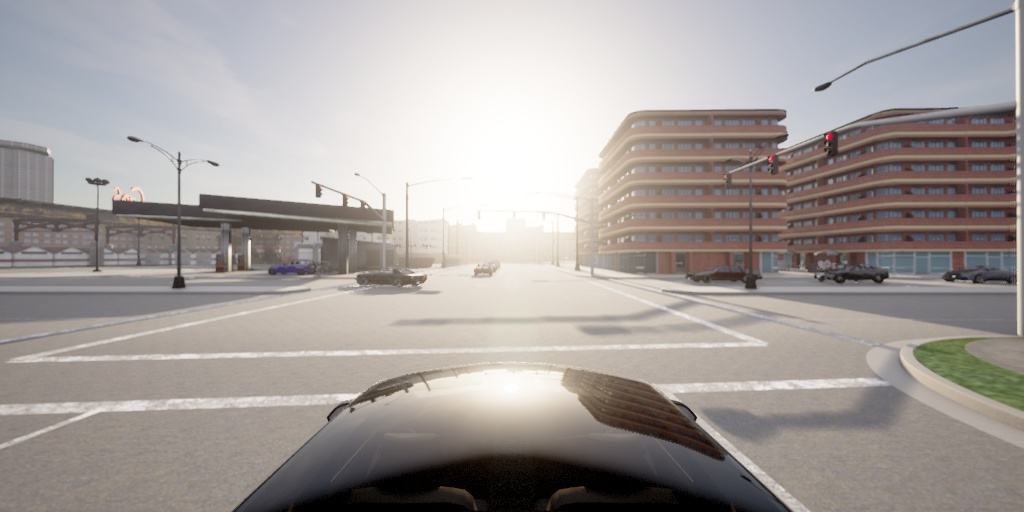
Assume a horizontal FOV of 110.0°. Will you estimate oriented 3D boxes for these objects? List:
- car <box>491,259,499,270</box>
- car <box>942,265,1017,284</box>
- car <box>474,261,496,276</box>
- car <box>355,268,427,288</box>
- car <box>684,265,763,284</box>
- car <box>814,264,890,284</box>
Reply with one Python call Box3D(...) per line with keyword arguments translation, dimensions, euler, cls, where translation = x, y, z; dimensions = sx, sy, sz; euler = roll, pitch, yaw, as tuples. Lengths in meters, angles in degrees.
Box3D(translation=(-3.221, 1.516, 49.613), dimensions=(1.994, 1.385, 4.181), euler=(0, 0, 0), cls="car")
Box3D(translation=(36.547, 1.424, 28.057), dimensions=(4.181, 1.385, 1.994), euler=(0, 0, 0), cls="car")
Box3D(translation=(-3.116, 1.511, 39.698), dimensions=(1.895, 1.301, 4.718), euler=(0, 0, -1), cls="car")
Box3D(translation=(-8.255, 1.446, 24.337), dimensions=(4.718, 1.301, 1.895), euler=(0, 0, 22), cls="car")
Box3D(translation=(16.592, 1.409, 28.209), dimensions=(5.357, 1.411, 2.033), euler=(0, 0, 0), cls="car")
Box3D(translation=(26.542, 1.352, 28.132), dimensions=(4.902, 1.511, 2.128), euler=(0, 0, 0), cls="car")
